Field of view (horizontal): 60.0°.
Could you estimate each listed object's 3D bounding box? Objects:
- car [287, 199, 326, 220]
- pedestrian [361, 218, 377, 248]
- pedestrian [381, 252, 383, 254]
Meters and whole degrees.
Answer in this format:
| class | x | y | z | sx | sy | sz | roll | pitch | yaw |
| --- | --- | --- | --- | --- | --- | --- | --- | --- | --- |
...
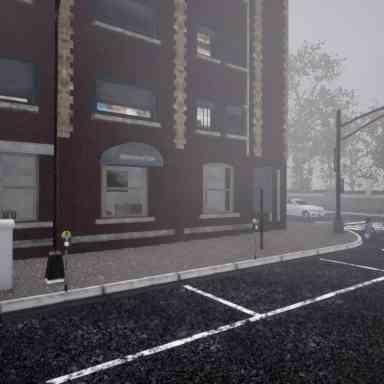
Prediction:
| class | x | y | z | sx | sy | sz | roll | pitch | yaw |
| --- | --- | --- | --- | --- | --- | --- | --- | --- | --- |
| car | 8.019 | 1.256 | 25.821 | 1.812 | 1.442 | 4.674 | 0 | 1 | -36 |
| pedestrian | 7.152 | 1.296 | 13.463 | 0.375 | 1.860 | 0.375 | 0 | 0 | -36 |
| pedestrian | 6.995 | 1.296 | 11.619 | 0.375 | 1.860 | 0.375 | 0 | 0 | -36 |
